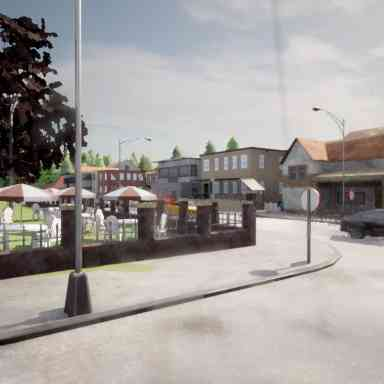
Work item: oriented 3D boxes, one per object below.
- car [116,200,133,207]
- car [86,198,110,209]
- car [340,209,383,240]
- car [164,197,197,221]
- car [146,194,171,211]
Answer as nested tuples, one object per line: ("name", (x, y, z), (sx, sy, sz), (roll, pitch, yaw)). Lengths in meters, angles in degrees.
("car", (-10.442, 1.564, 49.451), (1.994, 1.385, 4.181), (0, 0, -35))
("car", (-13.085, 1.547, 46.009), (2.033, 1.411, 5.357), (0, 0, -35))
("car", (9.185, 1.525, 15.117), (1.812, 1.442, 4.674), (0, 0, -40))
("car", (-0.263, 1.478, 27.930), (1.882, 1.535, 5.008), (0, 0, -35))
("car", (-4.428, 1.221, 41.004), (2.150, 2.045, 5.566), (0, 0, -35))
